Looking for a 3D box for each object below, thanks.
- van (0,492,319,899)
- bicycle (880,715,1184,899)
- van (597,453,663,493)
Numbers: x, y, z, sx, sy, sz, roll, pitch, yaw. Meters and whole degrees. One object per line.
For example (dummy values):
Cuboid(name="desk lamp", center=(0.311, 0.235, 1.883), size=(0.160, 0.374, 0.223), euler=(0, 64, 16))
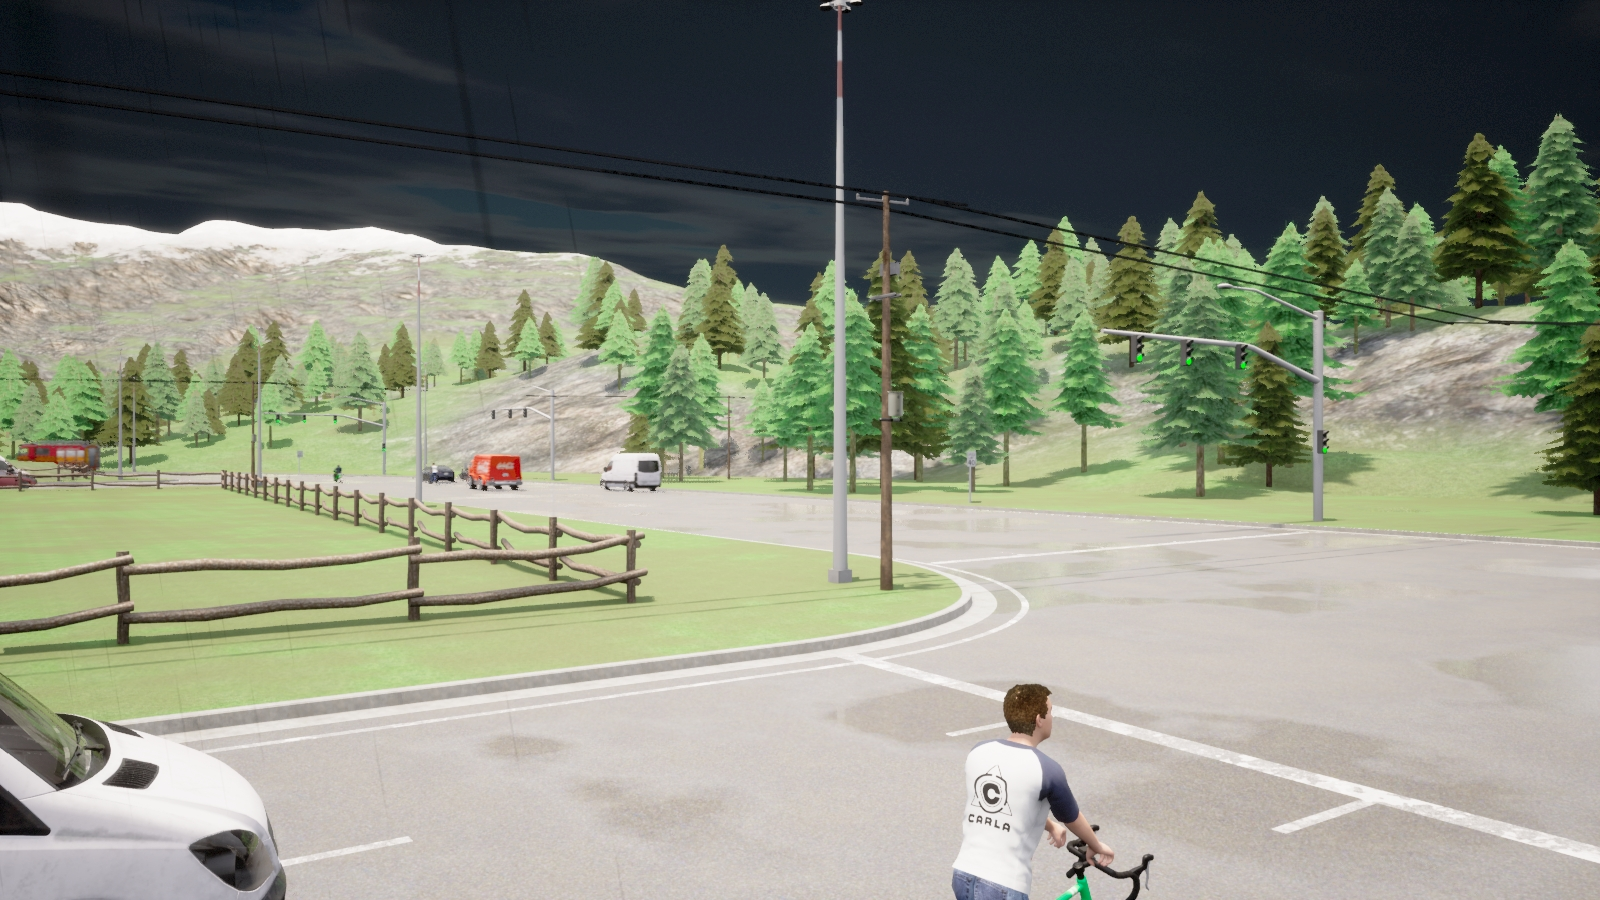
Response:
Cuboid(name="van", center=(-5.215, 1.535, 4.399), size=(5.915, 2.561, 1.988), euler=(0, 0, -35))
Cuboid(name="bicycle", center=(1.060, 2.053, 4.957), size=(1.643, 1.496, 0.373), euler=(0, 0, -41))
Cuboid(name="van", center=(-11.559, 1.511, 77.332), size=(1.988, 2.561, 5.915), euler=(0, 0, -35))
